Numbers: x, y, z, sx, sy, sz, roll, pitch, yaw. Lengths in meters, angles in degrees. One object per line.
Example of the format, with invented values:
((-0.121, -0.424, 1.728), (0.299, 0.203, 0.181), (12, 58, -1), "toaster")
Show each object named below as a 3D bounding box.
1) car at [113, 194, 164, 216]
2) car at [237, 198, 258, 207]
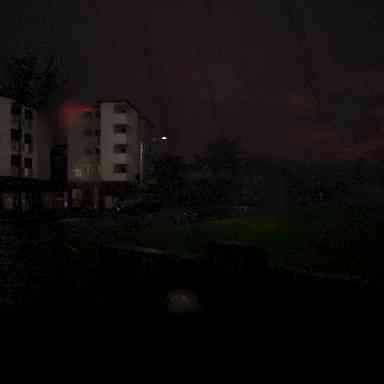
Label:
((-5.080, 1.219, 32.398), (2.150, 2.045, 5.566), (0, 0, 36), "car")
((8.624, 1.564, 51.461), (1.994, 1.385, 4.181), (0, 0, 36), "car")
